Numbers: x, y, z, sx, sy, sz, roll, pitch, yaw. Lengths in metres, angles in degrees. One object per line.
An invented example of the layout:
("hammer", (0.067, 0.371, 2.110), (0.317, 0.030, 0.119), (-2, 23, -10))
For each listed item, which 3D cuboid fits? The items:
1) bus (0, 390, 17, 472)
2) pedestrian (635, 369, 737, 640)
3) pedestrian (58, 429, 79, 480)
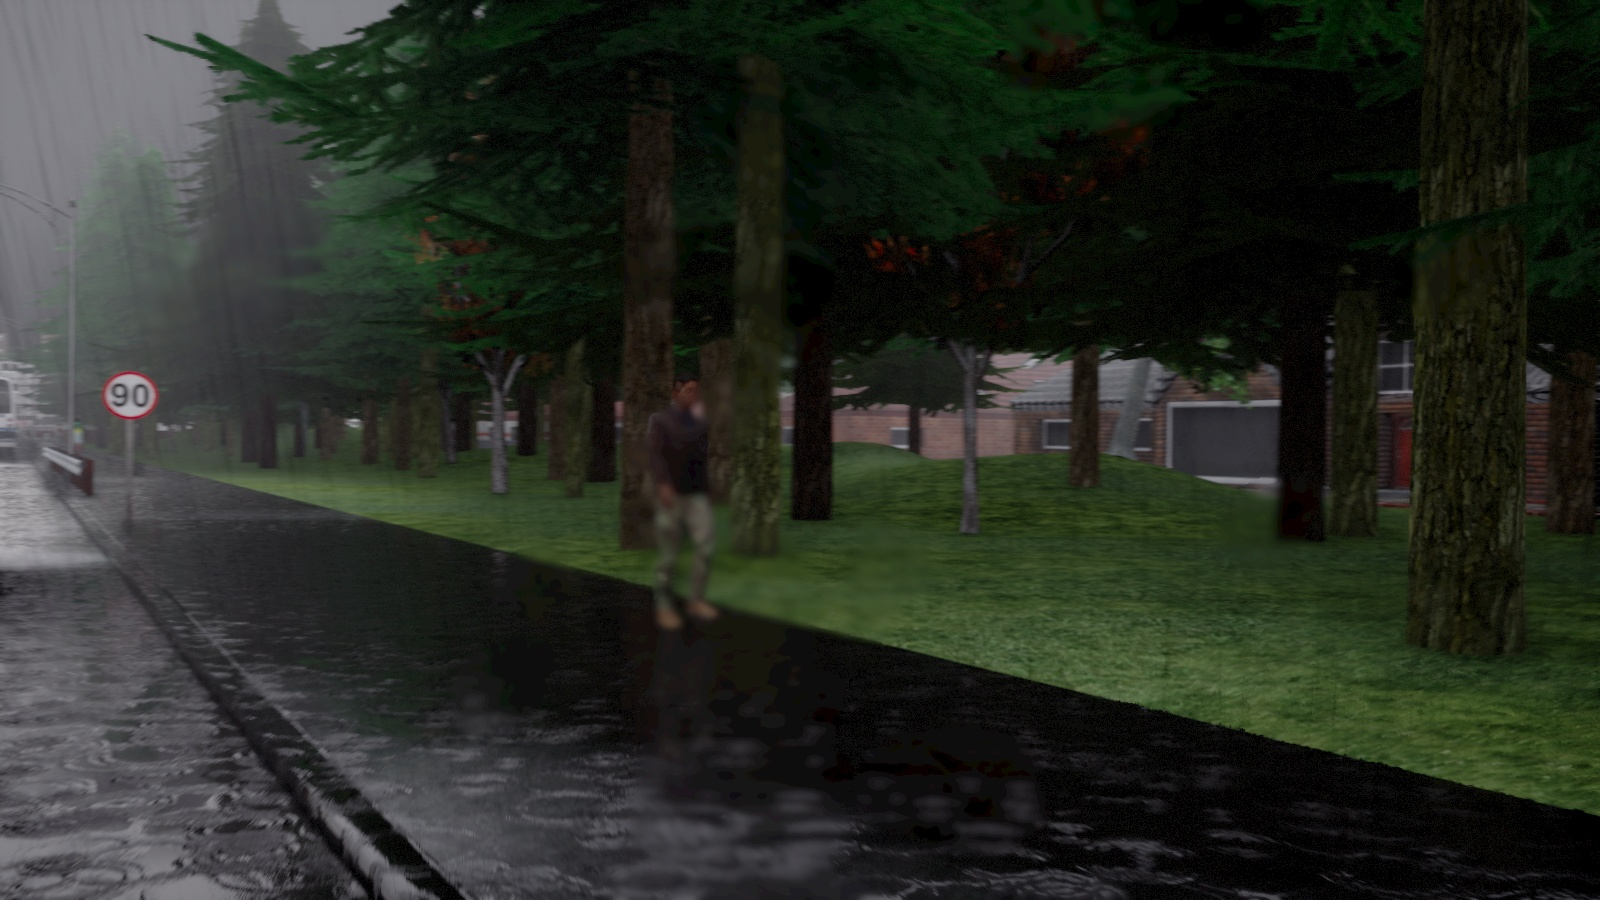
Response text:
("bus", (-45.652, -1.013, 69.301), (3.944, 4.253, 10.273), (-1, 1, -33))
("pedestrian", (-0.817, 0.366, 8.912), (0.431, 1.840, 0.703), (-1, 1, -33))
("pedestrian", (-28.241, 0.163, 48.466), (0.659, 1.952, 0.873), (-1, 1, -32))
